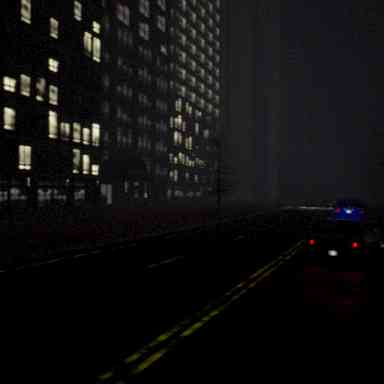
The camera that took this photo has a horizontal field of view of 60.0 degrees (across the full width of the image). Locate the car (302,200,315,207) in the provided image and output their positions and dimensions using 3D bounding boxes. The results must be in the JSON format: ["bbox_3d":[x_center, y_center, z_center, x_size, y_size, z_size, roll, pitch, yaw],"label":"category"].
[{"bbox_3d":[21.913,2.132,62.261,1.994,1.385,4.181,0,0,25],"label":"car"}]

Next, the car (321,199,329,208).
[{"bbox_3d":[24.894,2.091,60.975,1.837,1.490,4.892,0,0,25],"label":"car"}]

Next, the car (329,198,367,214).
[{"bbox_3d":[12.180,1.490,25.750,2.150,2.045,5.566,0,0,26],"label":"car"}]

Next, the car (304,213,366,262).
[{"bbox_3d":[5.685,1.732,12.907,1.895,1.301,4.718,0,0,28],"label":"car"}]
